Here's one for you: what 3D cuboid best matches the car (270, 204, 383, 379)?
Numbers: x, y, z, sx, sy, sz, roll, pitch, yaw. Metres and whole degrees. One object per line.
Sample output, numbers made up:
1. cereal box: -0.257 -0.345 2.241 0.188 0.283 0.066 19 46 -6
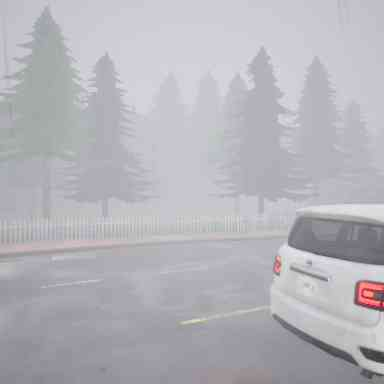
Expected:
1. car: 3.823 1.215 4.970 5.566 2.045 2.150 1 0 -23
